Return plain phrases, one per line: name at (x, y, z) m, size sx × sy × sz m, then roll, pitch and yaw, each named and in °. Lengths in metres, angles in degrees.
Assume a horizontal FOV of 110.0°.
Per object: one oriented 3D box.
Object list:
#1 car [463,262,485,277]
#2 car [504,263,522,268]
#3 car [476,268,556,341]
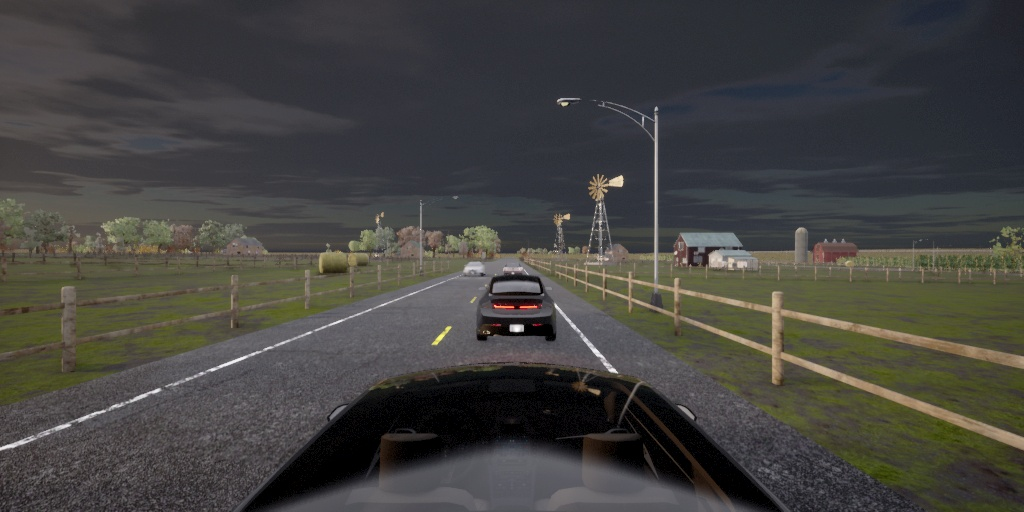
car at (-3.604, 1.269, 35.133) m, size 1.812 × 1.442 × 4.674 m, roll 0°, pitch 0°, yaw 0°
car at (0.093, 1.344, 36.228) m, size 1.895 × 1.301 × 4.718 m, roll 0°, pitch 0°, yaw 0°
car at (0.099, 1.253, 9.857) m, size 1.837 × 1.490 × 4.892 m, roll 0°, pitch 0°, yaw 0°
